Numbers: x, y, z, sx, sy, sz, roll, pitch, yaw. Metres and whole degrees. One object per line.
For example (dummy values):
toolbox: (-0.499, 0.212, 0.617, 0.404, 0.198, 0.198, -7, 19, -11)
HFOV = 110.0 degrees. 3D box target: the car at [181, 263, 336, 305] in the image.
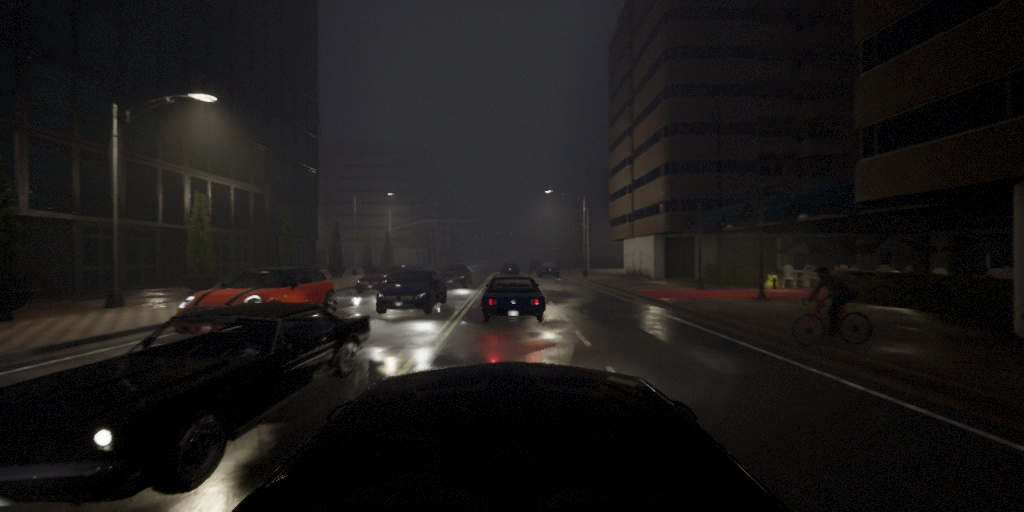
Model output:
car: (-7.162, 1.120, 10.633, 2.097, 1.767, 4.553, 0, 0, -1)

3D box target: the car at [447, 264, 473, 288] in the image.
car: (-3.759, 1.277, 24.247, 1.812, 1.442, 4.674, 0, 0, 0)

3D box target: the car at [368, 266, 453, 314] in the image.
car: (-3.693, 1.282, 13.951, 1.812, 1.442, 4.674, 0, 0, 0)

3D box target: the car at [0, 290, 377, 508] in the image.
car: (-3.612, 1.361, 4.652, 1.895, 1.301, 4.718, 0, 0, 0)

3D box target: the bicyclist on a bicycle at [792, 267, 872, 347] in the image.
bicyclist on a bicycle: (6.532, 1.038, 7.335, 1.656, 1.620, 0.582, -2, 0, 0)

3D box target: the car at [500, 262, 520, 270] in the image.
car: (-0.226, 1.298, 37.901, 1.994, 1.385, 4.181, 0, 0, -1)

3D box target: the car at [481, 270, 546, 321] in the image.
car: (0.025, 1.346, 12.452, 1.895, 1.301, 4.718, 0, 0, -1)

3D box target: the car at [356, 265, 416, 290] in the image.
car: (-7.242, 1.290, 20.620, 1.812, 1.442, 4.674, 0, 0, 0)

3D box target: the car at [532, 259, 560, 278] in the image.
car: (3.336, 1.273, 33.886, 2.033, 1.411, 5.357, 0, 0, 0)

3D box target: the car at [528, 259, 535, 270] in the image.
car: (3.185, 1.169, 48.188, 1.882, 1.535, 5.008, 0, 1, 0)
